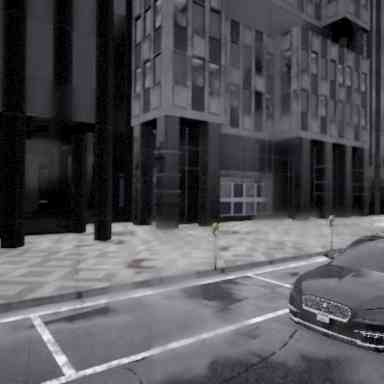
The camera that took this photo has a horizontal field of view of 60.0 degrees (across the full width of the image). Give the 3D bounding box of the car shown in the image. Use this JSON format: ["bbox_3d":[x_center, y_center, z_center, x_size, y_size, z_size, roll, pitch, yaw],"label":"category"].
[{"bbox_3d":[3.824,1.551,6.110,4.892,1.490,1.837,0,0,-36],"label":"car"}]
